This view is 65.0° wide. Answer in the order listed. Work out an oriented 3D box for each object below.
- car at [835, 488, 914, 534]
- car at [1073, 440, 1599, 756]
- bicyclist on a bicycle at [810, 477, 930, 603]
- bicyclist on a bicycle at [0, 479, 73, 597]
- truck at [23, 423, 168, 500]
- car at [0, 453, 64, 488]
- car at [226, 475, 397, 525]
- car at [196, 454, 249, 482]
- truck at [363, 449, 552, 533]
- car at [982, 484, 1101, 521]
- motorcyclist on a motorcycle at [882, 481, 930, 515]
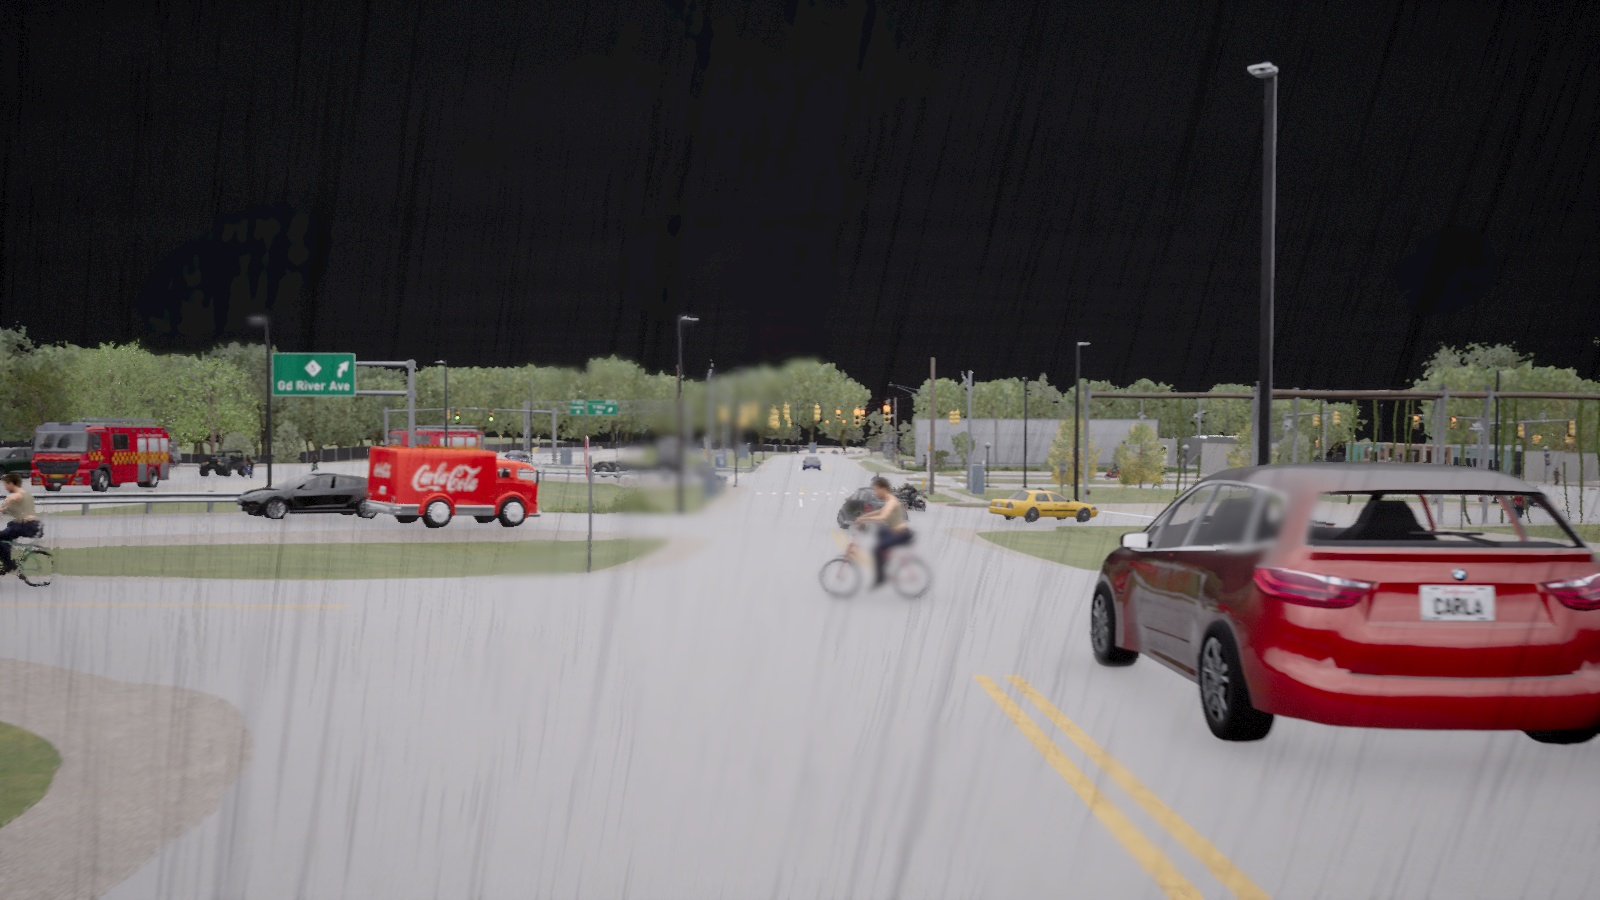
[{"bbox_3d":[2.611,2.135,44.822,1.789,1.549,3.705,1,-1,-13],"label":"car"},{"bbox_3d":[3.557,0.844,8.956,2.242,1.667,4.611,0,-2,0],"label":"car"},{"bbox_3d":[0.956,1.183,16.816,1.509,1.612,0.866,-1,0,9],"label":"bicyclist on a bicycle"},{"bbox_3d":[-11.275,1.226,17.728,1.509,1.612,0.866,0,-1,-3],"label":"bicyclist on a bicycle"},{"bbox_3d":[-37.078,0.536,66.562,2.891,3.827,8.468,0,1,0],"label":"truck"},{"bbox_3d":[-48.862,1.242,77.830,2.150,2.045,5.566,0,1,19],"label":"car"},{"bbox_3d":[-16.124,1.634,41.594,4.792,1.488,2.163,2,0,-42],"label":"car"},{"bbox_3d":[-40.518,1.251,88.199,1.905,1.878,3.866,0,1,0],"label":"car"},{"bbox_3d":[-11.070,1.316,40.762,5.204,2.467,2.627,2,0,-41],"label":"truck"},{"bbox_3d":[11.190,2.426,58.056,5.366,1.575,1.801,1,1,-26],"label":"car"},{"bbox_3d":[5.131,2.300,60.717,2.191,1.530,0.866,0,1,-33],"label":"motorcyclist on a motorcycle"}]
